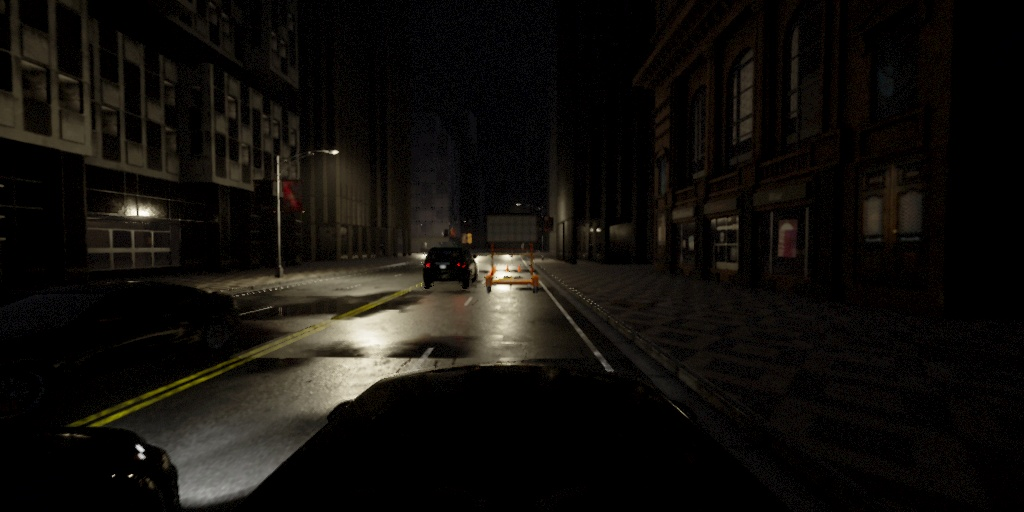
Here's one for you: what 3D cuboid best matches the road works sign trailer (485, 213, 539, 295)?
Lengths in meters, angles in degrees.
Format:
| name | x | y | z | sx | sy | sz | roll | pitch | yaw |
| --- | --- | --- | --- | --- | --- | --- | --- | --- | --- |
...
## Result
| name | x | y | z | sx | sy | sz | roll | pitch | yaw |
| --- | --- | --- | --- | --- | --- | --- | --- | --- | --- |
| road works sign trailer | 0.002 | -0.174 | 16.461 | 2.380 | 3.560 | 2.880 | 0 | 0 | 0 |

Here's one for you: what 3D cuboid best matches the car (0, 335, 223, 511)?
| name | x | y | z | sx | sy | sz | roll | pitch | yaw |
| --- | --- | --- | --- | --- | --- | --- | --- | --- | --- |
| car | -3.150 | 1.344 | 0.561 | 1.994 | 1.385 | 4.181 | 0 | 2 | 0 |

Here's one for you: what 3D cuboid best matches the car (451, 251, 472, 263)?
| name | x | y | z | sx | sy | sz | roll | pitch | yaw |
| --- | --- | --- | --- | --- | --- | --- | --- | --- | --- |
| car | -6.580 | 0.101 | 47.242 | 2.033 | 1.411 | 5.357 | 0 | 2 | 0 |

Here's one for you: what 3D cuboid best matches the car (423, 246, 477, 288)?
| name | x | y | z | sx | sy | sz | roll | pitch | yaw |
| --- | --- | --- | --- | --- | --- | --- | --- | --- | --- |
| car | -3.146 | 0.516 | 18.999 | 2.150 | 2.045 | 5.566 | 0 | 2 | 0 |

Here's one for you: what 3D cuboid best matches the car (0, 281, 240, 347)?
| name | x | y | z | sx | sy | sz | roll | pitch | yaw |
| --- | --- | --- | --- | --- | --- | --- | --- | --- | --- |
| car | -6.599 | 1.171 | 5.651 | 1.812 | 1.442 | 4.674 | 0 | 2 | 0 |

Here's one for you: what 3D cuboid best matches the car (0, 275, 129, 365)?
| name | x | y | z | sx | sy | sz | roll | pitch | yaw |
| --- | --- | --- | --- | --- | --- | --- | --- | --- | --- |
| car | -9.850 | 1.195 | 6.176 | 1.994 | 1.385 | 4.181 | 0 | 2 | 0 |
